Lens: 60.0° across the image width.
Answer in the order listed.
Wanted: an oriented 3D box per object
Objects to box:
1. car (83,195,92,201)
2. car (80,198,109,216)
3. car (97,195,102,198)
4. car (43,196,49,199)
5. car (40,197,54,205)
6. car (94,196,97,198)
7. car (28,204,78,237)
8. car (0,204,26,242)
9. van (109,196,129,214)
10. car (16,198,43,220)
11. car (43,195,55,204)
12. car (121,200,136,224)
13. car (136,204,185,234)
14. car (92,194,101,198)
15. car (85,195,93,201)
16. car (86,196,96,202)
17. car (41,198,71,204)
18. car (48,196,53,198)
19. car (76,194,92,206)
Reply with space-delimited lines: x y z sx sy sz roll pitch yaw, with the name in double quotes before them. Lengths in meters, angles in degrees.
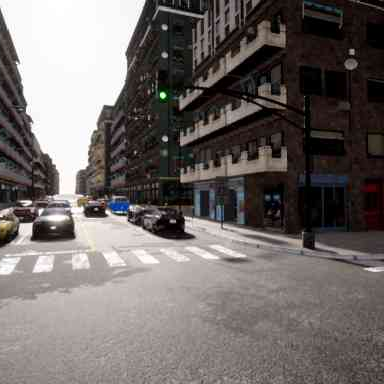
"car" -27.578 1.619 87.963 2.008 1.369 4.403 1 0 -21
"car" -9.874 1.586 33.571 1.994 1.385 4.181 0 0 -21
"car" -11.728 1.557 45.878 1.752 1.417 4.829 1 0 -21
"car" -21.499 1.577 48.046 1.887 1.381 4.507 1 0 -21
"car" -25.477 1.592 58.607 2.008 1.369 4.403 1 0 -21
"car" -13.658 1.618 50.999 1.802 1.307 4.206 1 0 -21
"car" -7.504 1.575 18.198 1.994 1.385 4.181 0 0 -21
"car" -9.507 1.535 16.204 1.752 1.417 4.829 1 0 -21
"van" -7.688 1.365 35.159 1.690 1.788 3.998 1 0 -21
"car" -13.543 1.457 26.925 1.967 1.590 4.097 1 0 -21
"car" -27.464 1.486 63.889 1.967 1.590 4.097 1 0 -21
"car" -3.714 1.567 24.597 2.008 1.369 4.403 1 0 -21
"car" -1.725 1.579 19.316 1.947 1.339 4.313 1 0 -21
"car" -17.631 1.360 61.562 2.192 1.841 5.009 1 0 -21
"car" -25.649 1.589 82.843 1.752 1.417 4.829 1 0 -21
"car" -23.601 1.610 77.402 2.008 1.369 4.403 1 0 -21
"car" -10.573 1.494 26.356 1.882 1.535 5.008 0 0 -21
"car" -14.205 1.501 36.076 1.882 1.535 5.008 0 0 -20
"car" -18.933 1.518 57.626 1.882 1.535 5.008 0 0 -21
